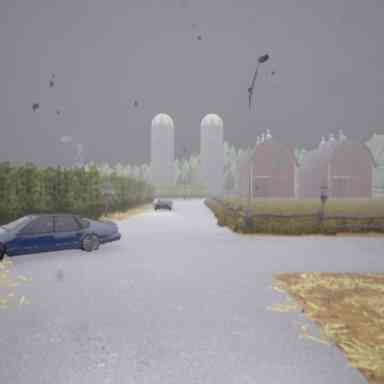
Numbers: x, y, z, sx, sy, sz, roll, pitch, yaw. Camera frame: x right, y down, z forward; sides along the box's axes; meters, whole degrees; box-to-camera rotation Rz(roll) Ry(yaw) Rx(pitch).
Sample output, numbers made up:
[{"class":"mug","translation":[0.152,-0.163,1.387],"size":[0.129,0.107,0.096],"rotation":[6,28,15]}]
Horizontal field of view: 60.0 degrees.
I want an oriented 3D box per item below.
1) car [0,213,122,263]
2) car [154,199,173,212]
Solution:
[{"class":"car","translation":[-5.170,1.470,11.644],"size":[5.357,1.411,2.033],"rotation":[-1,1,-39]},{"class":"car","translation":[-3.098,1.435,36.716],"size":[1.895,1.301,4.718],"rotation":[0,0,0]}]
